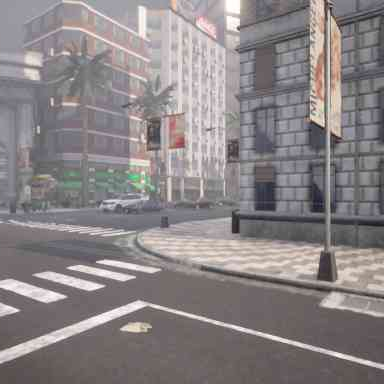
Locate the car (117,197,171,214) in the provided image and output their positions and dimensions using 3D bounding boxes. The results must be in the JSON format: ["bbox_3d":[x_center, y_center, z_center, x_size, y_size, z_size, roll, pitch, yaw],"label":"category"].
[{"bbox_3d":[-5.014,1.547,35.625,2.033,1.411,5.357,0,0,36],"label":"car"}]

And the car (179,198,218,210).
[{"bbox_3d":[0.951,1.478,43.602,1.882,1.535,5.008,0,0,38],"label":"car"}]

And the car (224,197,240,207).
[{"bbox_3d":[7.483,1.564,51.198,4.181,1.385,1.994,0,0,-43],"label":"car"}]

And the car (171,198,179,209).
[{"bbox_3d":[-1.727,1.526,45.821,1.812,1.442,4.674,0,0,37],"label":"car"}]

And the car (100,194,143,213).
[{"bbox_3d":[-7.728,1.221,37.819,2.150,2.045,5.566,0,0,36],"label":"car"}]

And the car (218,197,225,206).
[{"bbox_3d":[4.926,1.491,53.578,4.902,1.511,2.128,0,0,-44],"label":"car"}]
